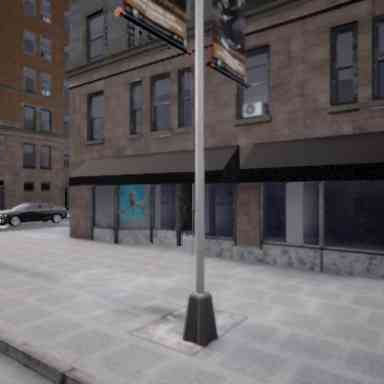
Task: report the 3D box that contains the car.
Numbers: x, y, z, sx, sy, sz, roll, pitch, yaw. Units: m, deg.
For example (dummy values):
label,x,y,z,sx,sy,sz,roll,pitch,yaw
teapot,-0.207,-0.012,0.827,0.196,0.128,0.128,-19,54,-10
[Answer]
label,x,y,z,sx,sy,sz,roll,pitch,yaw
car,-11.199,1.491,23.199,1.837,1.490,4.892,0,0,37
